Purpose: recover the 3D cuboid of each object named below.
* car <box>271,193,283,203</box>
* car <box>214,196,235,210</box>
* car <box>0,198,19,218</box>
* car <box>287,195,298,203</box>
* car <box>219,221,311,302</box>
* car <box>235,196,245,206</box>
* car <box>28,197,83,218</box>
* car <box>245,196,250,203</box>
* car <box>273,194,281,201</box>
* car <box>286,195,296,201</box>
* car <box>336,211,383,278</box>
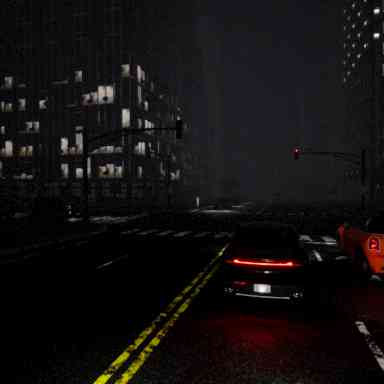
[{"bbox_3d":[17.931,1.162,70.260,2.150,2.045,5.566,0,0,15],"label":"car"},{"bbox_3d":[4.019,1.504,42.895,1.812,1.442,4.674,0,0,14],"label":"car"},{"bbox_3d":[-16.695,1.435,27.287,4.313,1.339,1.947,1,1,16],"label":"car"},{"bbox_3d":[21.097,1.469,69.502,2.128,1.511,4.902,0,0,15],"label":"car"},{"bbox_3d":[1.879,1.502,8.380,1.837,1.490,4.892,0,0,15],"label":"car"},{"bbox_3d":[7.151,1.470,54.948,1.837,1.490,4.892,0,0,15],"label":"car"},{"bbox_3d":[-11.731,1.218,28.671,4.553,1.767,2.097,1,1,17],"label":"car"},{"bbox_3d":[10.816,1.475,68.726,1.812,1.442,4.674,0,0,15],"label":"car"},{"bbox_3d":[20.539,1.241,80.315,1.882,1.535,5.008,0,0,15],"label":"car"},{"bbox_3d":[23.685,1.471,79.497,2.033,1.411,5.357,0,0,15],"label":"car"},{"bbox_3d":[5.753,1.347,9.974,2.097,1.767,4.553,0,0,15],"label":"car"}]
